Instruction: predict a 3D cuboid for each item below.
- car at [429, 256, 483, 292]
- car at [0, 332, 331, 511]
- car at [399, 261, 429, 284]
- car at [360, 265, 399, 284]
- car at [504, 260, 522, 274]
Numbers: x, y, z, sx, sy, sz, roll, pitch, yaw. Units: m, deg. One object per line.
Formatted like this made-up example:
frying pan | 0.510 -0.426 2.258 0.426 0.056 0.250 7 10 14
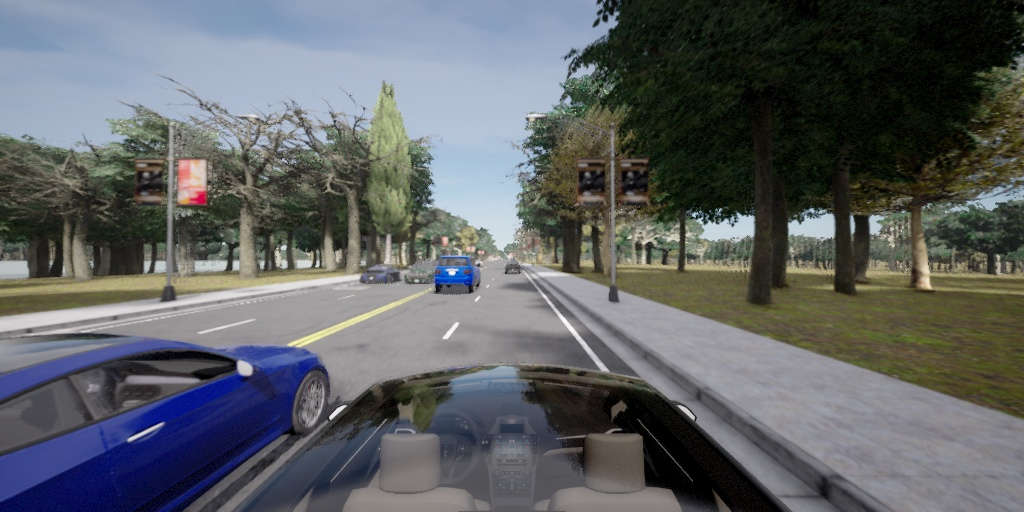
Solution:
car | -3.150 0.998 21.500 2.150 2.045 5.566 0 0 0
car | -3.151 1.276 2.517 1.812 1.442 4.674 0 0 0
car | -6.592 1.142 27.099 2.097 1.767 4.553 0 0 0
car | -9.842 1.354 27.121 1.994 1.385 4.181 0 0 0
car | 0.105 1.349 44.066 1.837 1.490 4.892 0 0 0
